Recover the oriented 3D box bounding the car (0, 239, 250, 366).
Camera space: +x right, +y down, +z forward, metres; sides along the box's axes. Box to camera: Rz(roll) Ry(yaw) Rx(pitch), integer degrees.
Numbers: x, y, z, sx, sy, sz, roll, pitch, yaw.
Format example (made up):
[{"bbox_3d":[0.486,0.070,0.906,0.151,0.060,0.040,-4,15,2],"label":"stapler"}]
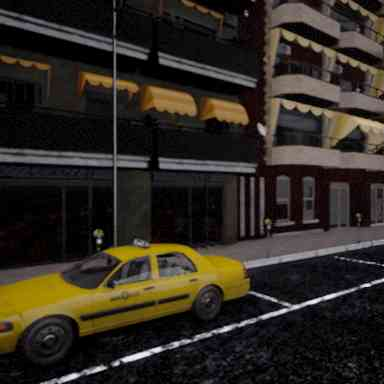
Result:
[{"bbox_3d":[-1.125,1.537,5.769,4.829,1.417,1.752,0,-1,-36],"label":"car"}]
